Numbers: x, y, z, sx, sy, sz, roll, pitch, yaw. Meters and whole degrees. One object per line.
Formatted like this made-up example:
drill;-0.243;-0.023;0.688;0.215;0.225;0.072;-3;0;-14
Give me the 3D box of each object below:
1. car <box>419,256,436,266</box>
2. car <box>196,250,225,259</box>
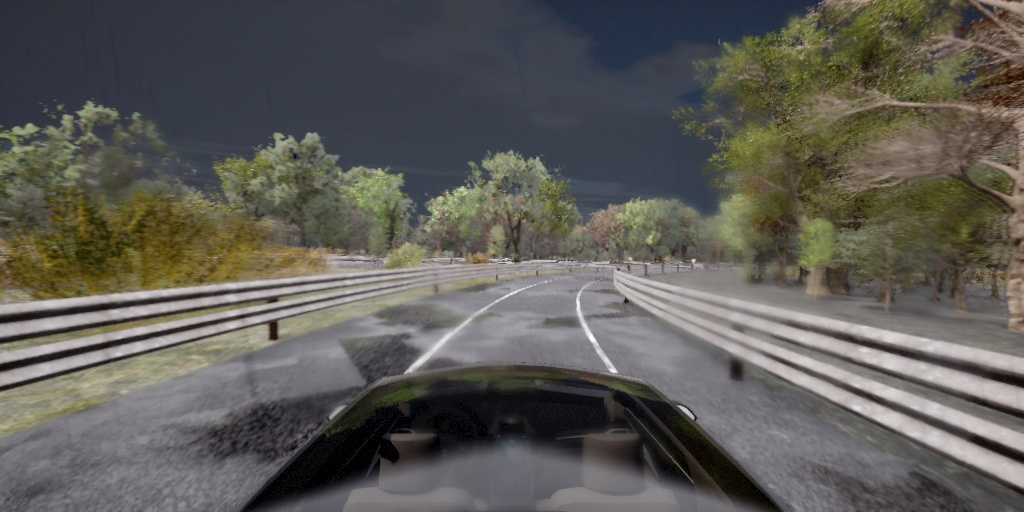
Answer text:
car;-14.522;0.763;58.789;4.181;1.385;1.994;2;0;-33
car;-35.214;0.145;40.996;4.674;1.442;1.812;2;0;-33
